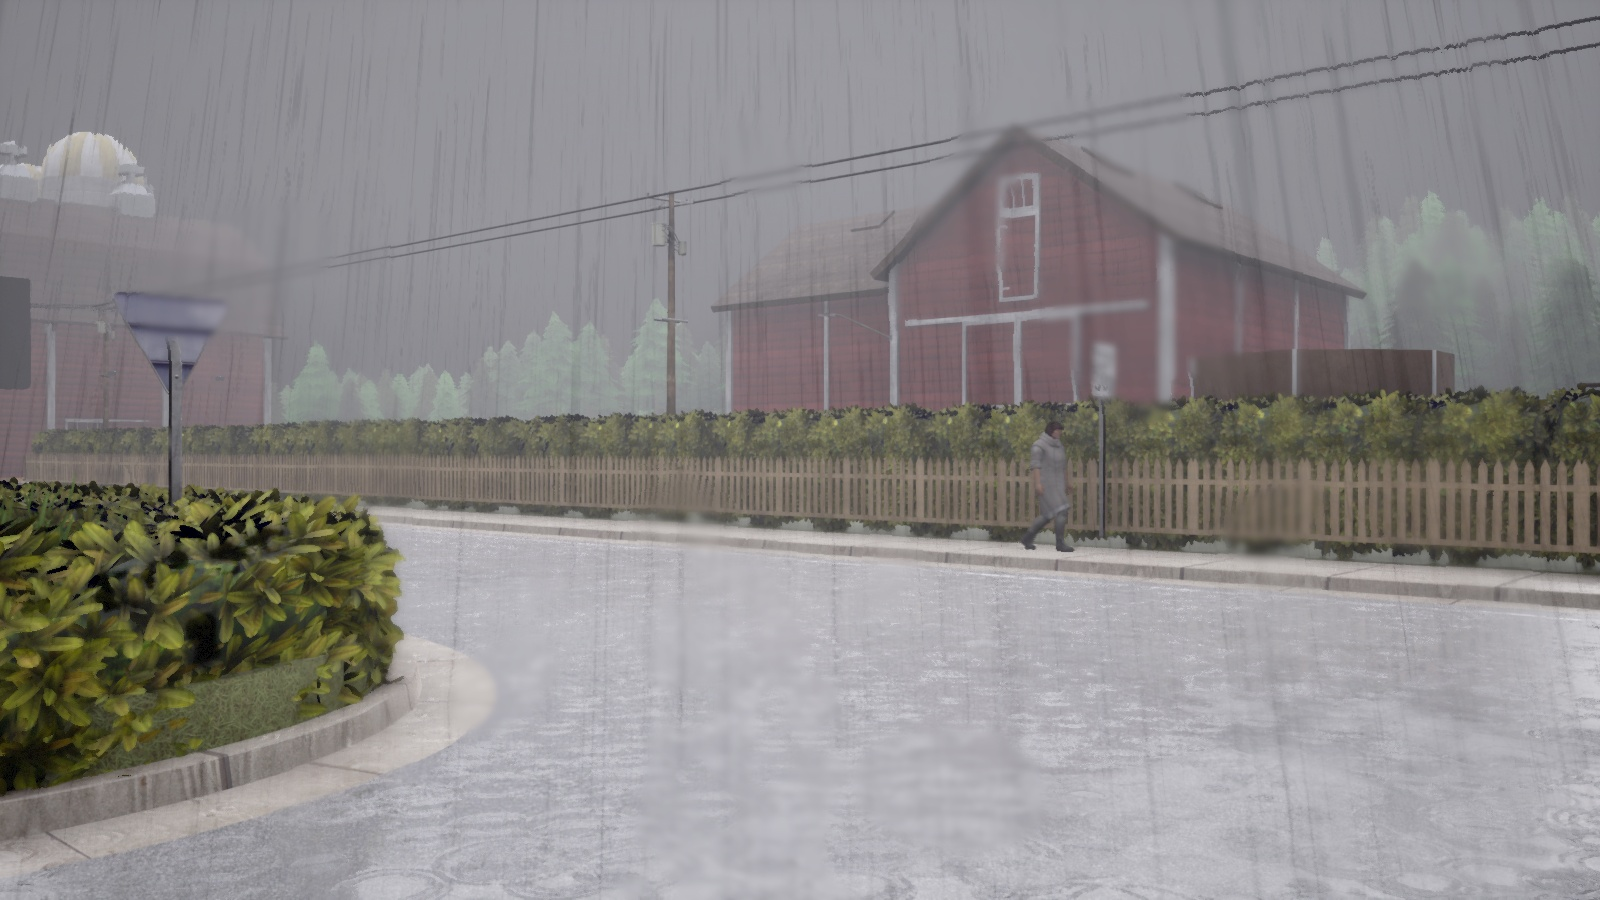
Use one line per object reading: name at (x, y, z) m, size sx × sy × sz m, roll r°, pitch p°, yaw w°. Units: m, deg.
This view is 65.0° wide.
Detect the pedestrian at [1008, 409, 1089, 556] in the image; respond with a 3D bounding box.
pedestrian at (3.408, 0.435, 17.235) m, size 0.873 × 1.952 × 0.659 m, roll 0°, pitch 0°, yaw 43°
